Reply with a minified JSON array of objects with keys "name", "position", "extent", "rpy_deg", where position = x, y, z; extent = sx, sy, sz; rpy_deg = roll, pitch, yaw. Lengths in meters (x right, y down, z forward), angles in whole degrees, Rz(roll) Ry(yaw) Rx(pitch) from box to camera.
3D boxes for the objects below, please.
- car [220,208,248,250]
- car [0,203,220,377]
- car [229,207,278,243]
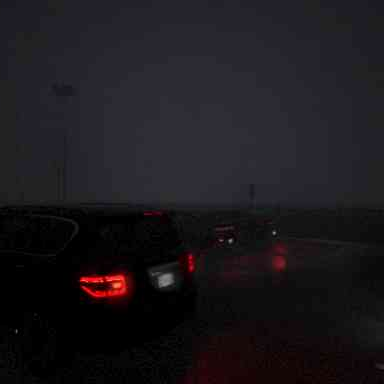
[{"name":"car","position":[-0.621,1.491,13.035],"extent":[4.902,1.511,2.128],"rpy_deg":[0,0,36]},{"name":"car","position":[-2.512,1.219,5.789],"extent":[5.566,2.045,2.150],"rpy_deg":[0,0,36]},{"name":"car","position":[1.586,1.504,15.758],"extent":[4.892,1.490,1.837],"rpy_deg":[0,0,36]}]
